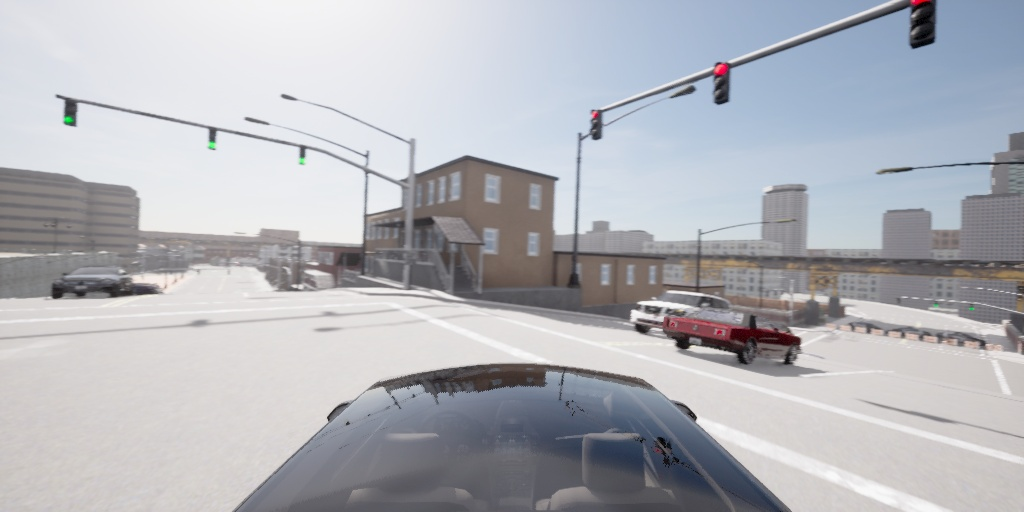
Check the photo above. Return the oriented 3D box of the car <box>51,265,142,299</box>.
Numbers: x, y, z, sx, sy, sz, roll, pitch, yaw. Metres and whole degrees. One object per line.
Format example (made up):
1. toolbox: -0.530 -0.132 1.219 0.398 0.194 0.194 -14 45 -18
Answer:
1. car: -18.805 1.150 16.340 1.812 1.442 4.674 2 -5 -37

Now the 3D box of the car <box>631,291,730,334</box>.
1. car: 7.505 2.546 15.388 5.566 2.045 2.150 13 -7 -36

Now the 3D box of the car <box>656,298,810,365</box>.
1. car: 6.513 2.285 10.386 4.718 1.301 1.895 12 -6 -34

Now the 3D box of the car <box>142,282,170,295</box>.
1. car: -24.368 2.396 23.549 1.895 1.301 4.718 2 -12 -37

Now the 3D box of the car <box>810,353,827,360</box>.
1. car: 22.710 8.106 27.206 4.674 1.442 1.812 28 -16 -35

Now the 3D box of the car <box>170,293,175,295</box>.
1. car: -29.896 3.911 30.746 2.097 1.767 4.553 2 -13 -37

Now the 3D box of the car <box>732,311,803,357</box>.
1. car: 15.246 4.675 21.319 4.553 1.767 2.097 19 -10 -37
